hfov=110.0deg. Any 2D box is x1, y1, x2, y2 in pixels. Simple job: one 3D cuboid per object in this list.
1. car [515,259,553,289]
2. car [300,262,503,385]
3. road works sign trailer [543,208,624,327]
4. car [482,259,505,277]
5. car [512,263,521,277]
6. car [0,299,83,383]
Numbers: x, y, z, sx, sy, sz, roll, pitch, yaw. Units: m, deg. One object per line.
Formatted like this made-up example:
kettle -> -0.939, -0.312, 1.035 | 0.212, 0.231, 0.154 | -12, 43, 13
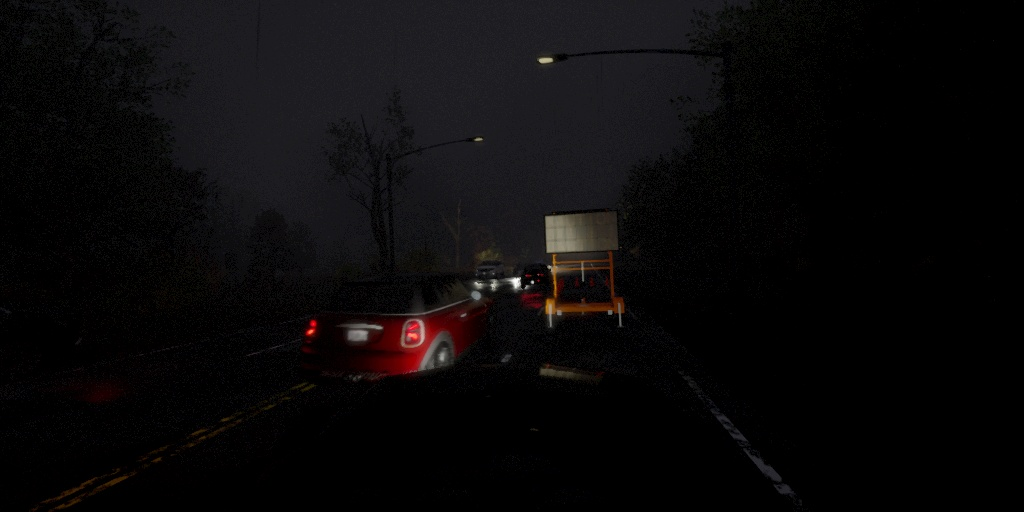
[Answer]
car -> 1.781, 1.312, 25.374 | 1.837, 1.490, 4.892 | -4, 2, 11
car -> -1.735, 1.108, 7.036 | 2.097, 1.767, 4.553 | 0, 0, 11
road works sign trailer -> 2.407, 0.292, 11.839 | 2.380, 3.560, 2.880 | 0, 0, 11
car -> -2.311, 1.438, 39.264 | 2.150, 2.045, 5.566 | -3, 0, 11
car -> 1.297, 1.559, 40.683 | 2.128, 1.511, 4.902 | -3, 0, 11
car -> -9.089, 1.265, 4.510 | 2.128, 1.511, 4.902 | 0, 0, 10
